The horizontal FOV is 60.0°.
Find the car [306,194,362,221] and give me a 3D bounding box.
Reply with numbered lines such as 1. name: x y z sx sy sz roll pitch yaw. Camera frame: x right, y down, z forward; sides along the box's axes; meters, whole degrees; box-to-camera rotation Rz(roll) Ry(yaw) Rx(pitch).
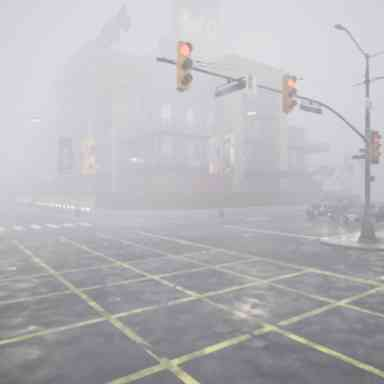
1. car: 11.376 1.154 26.110 5.566 2.045 2.150 0 0 -35

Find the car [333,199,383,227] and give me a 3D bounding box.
1. car: 12.041 1.429 22.312 4.902 1.511 2.128 0 0 -35
